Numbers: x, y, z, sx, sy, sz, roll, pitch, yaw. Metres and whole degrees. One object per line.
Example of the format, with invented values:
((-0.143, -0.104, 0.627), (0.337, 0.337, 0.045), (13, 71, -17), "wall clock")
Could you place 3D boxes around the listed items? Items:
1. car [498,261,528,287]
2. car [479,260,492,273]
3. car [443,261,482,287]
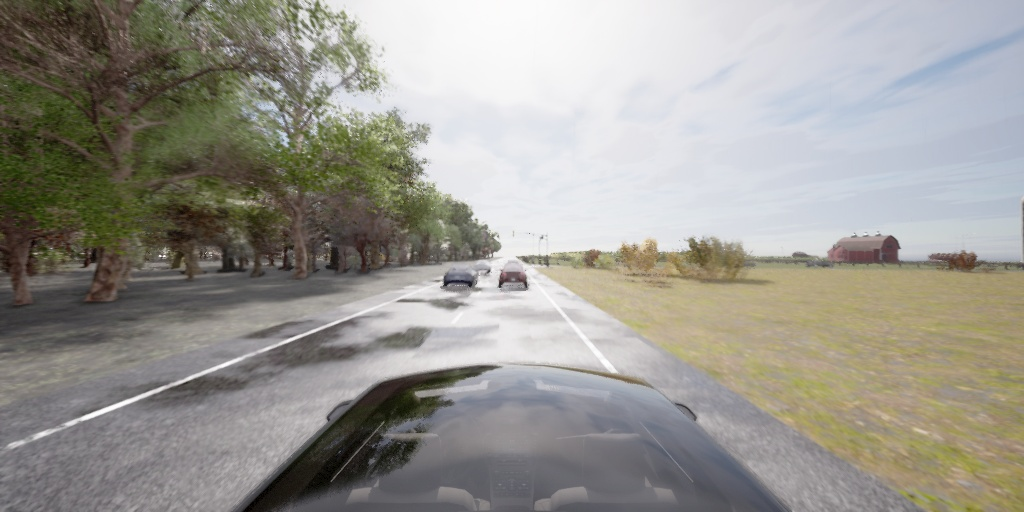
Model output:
((0.078, 1.247, 23.820), (1.812, 1.442, 4.674), (0, 0, 0), "car")
((-3.406, 1.217, 42.173), (1.812, 1.442, 4.674), (0, 0, 0), "car")
((-3.420, 1.284, 24.474), (1.994, 1.385, 4.181), (0, 0, 0), "car")
